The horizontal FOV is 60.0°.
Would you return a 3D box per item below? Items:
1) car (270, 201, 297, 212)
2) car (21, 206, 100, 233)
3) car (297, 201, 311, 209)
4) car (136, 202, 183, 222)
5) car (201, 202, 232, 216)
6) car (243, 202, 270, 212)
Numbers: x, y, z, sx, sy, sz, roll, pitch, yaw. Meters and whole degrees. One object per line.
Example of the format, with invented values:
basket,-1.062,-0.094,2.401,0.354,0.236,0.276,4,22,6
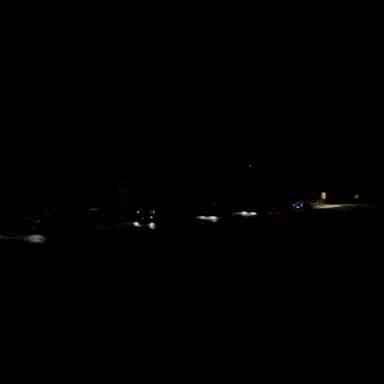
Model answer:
car,12.330,1.955,46.129,2.128,1.511,4.902,-1,-1,35
car,-8.331,1.682,21.445,1.882,1.535,5.008,-1,-1,35
car,18.014,2.154,54.401,1.895,1.301,4.718,-1,-1,35
car,-2.822,1.648,29.386,2.097,1.767,4.553,-1,-1,35
car,2.855,1.913,37.553,1.812,1.442,4.674,-1,-1,35
car,8.616,2.043,45.789,1.994,1.385,4.181,-1,-1,35
